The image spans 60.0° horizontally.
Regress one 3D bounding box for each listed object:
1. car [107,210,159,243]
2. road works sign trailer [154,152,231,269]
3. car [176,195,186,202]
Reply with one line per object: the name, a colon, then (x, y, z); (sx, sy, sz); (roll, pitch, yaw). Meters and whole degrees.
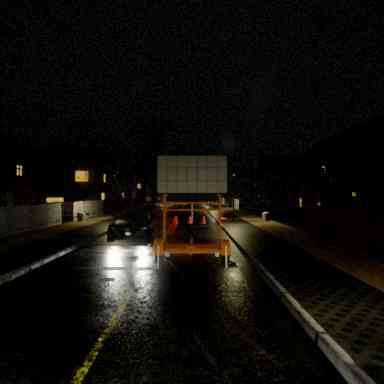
car: (-2.736, 1.584, 16.125); (1.994, 1.385, 4.181); (0, 0, 0)
road works sign trailer: (0.010, 0.473, 11.103); (2.380, 3.560, 2.880); (0, 0, 0)
car: (-2.682, 1.677, 81.896); (2.150, 2.045, 5.566); (0, -1, 0)
